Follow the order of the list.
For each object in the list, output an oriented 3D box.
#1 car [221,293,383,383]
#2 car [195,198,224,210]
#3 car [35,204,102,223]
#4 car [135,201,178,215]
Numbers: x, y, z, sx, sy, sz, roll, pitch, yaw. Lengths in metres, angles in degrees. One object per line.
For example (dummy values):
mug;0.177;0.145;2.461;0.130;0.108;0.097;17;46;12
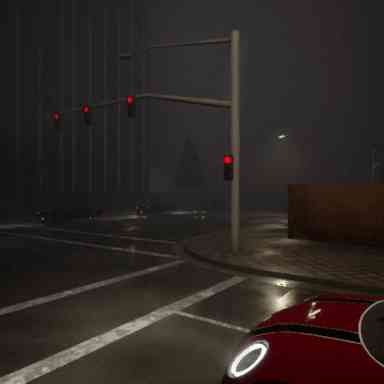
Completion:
car;2.429;1.352;2.225;4.553;1.767;2.097;0;0;36
car;2.283;1.485;41.835;2.128;1.511;4.902;0;0;36
car;-9.341;1.594;25.468;1.895;1.301;4.718;0;0;35
car;-3.560;1.594;33.624;1.895;1.301;4.718;0;0;35
